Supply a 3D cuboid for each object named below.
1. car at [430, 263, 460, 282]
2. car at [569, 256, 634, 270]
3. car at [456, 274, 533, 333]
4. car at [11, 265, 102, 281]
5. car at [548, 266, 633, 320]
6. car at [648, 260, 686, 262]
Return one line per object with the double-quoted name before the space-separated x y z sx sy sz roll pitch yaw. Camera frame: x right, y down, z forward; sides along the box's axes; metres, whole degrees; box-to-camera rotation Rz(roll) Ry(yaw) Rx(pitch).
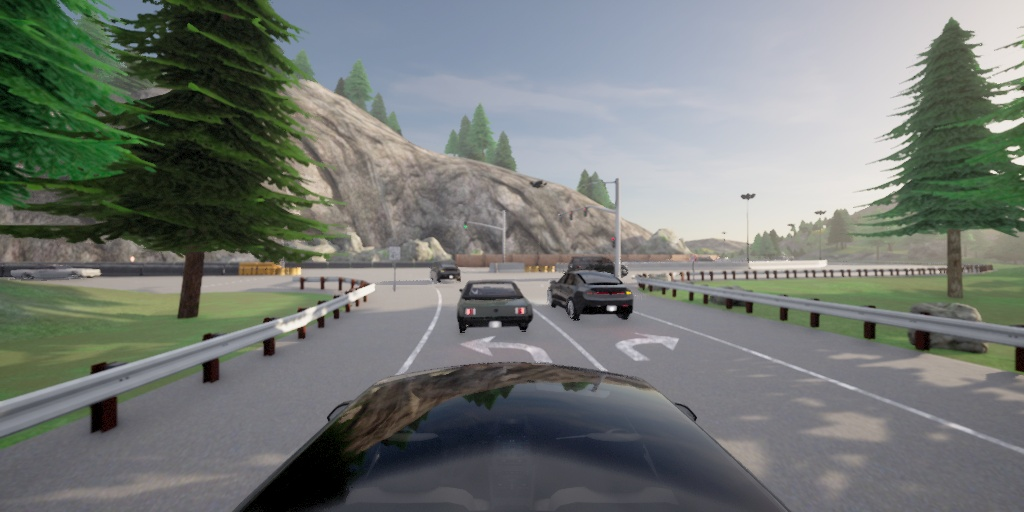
"car" -5.552 1.323 29.527 1.837 1.490 4.892 0 0 -22
"car" 7.804 1.034 32.429 5.566 2.045 2.150 0 -1 -18
"car" -0.661 1.371 10.885 1.895 1.301 4.718 0 0 -7
"car" -38.387 1.378 30.390 4.718 1.301 1.895 0 0 -15
"car" 2.586 1.277 12.768 1.837 1.490 4.892 0 0 -7
"car" 25.810 1.341 59.485 5.008 1.535 1.882 0 0 -15
